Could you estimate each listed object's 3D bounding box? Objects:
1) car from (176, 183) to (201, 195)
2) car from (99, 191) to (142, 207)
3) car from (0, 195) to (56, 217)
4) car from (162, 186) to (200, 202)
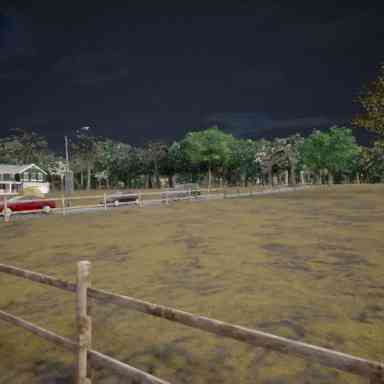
[{"bbox_3d":[-1.089,-0.034,42.882,2.150,2.045,5.566,-3,1,36],"label":"car"},{"bbox_3d":[-7.259,0.663,34.227,1.837,1.490,4.892,-3,1,36],"label":"car"},{"bbox_3d":[-13.192,1.027,25.912,1.882,1.535,5.008,-3,1,35],"label":"car"},{"bbox_3d":[-1.434,0.383,37.321,1.994,1.385,4.181,-3,1,36],"label":"car"}]
